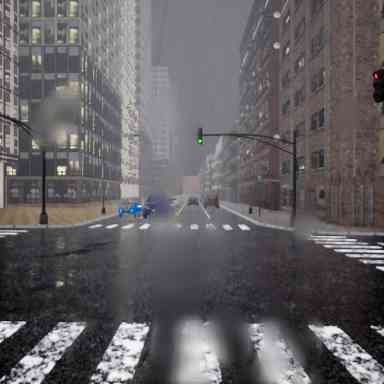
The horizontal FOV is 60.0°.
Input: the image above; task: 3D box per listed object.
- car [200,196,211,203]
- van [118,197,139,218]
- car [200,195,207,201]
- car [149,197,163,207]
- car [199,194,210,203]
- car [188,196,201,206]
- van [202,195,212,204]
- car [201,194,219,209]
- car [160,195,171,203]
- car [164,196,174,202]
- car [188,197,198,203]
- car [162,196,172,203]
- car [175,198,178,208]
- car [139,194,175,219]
[{"bbox_3d":[2.793,1.629,69.399,2.008,1.369,4.403,0,0,0],"label":"car"},{"bbox_3d":[-5.645,1.369,30.554,1.690,1.788,3.998,0,0,0],"label":"van"},{"bbox_3d":[3.134,1.639,90.114,1.812,1.442,4.674,0,0,0],"label":"car"},{"bbox_3d":[-5.613,1.580,52.588,1.752,1.417,4.829,0,0,0],"label":"car"},{"bbox_3d":[2.800,1.402,74.950,2.192,1.841,5.009,0,0,0],"label":"car"},{"bbox_3d":[0.184,1.607,57.159,2.033,1.411,5.357,0,0,0],"label":"car"},{"bbox_3d":[2.784,1.411,63.848,1.690,1.788,3.998,0,0,0],"label":"van"},{"bbox_3d":[2.760,1.363,47.196,2.192,1.841,5.009,0,0,0],"label":"car"},{"bbox_3d":[-5.588,1.518,69.410,1.967,1.590,4.097,0,0,0],"label":"car"},{"bbox_3d":[-5.572,1.647,80.512,2.008,1.369,4.403,0,0,0],"label":"car"},{"bbox_3d":[0.183,1.680,69.764,1.895,1.301,4.718,0,0,0],"label":"car"},{"bbox_3d":[-5.580,1.612,74.791,1.752,1.417,4.829,0,0,0],"label":"car"},{"bbox_3d":[-3.037,1.640,39.932,1.895,1.301,4.718,0,0,0],"label":"car"},{"bbox_3d":[-3.062,1.249,30.222,2.150,2.045,5.566,0,0,0],"label":"car"}]
